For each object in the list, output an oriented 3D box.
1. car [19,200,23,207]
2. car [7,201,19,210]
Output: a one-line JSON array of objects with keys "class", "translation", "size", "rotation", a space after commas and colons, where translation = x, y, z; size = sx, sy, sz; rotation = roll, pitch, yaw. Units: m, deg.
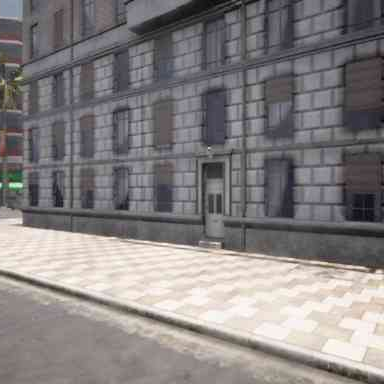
[{"class": "car", "translation": [-17.758, 1.523, 40.143], "size": [1.812, 1.442, 4.674], "rotation": [0, 0, 36]}, {"class": "car", "translation": [-20.854, 1.559, 41.827], "size": [1.994, 1.385, 4.181], "rotation": [0, 0, 36]}]
